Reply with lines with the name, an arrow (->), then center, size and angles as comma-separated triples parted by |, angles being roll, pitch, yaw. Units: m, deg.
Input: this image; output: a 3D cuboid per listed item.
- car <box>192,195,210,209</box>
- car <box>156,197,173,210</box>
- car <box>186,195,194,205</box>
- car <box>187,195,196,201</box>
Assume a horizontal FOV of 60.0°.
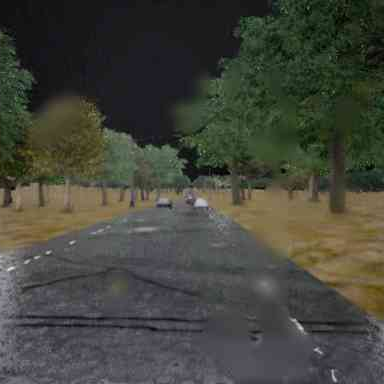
car -> 1.206, 1.519, 44.428 | 1.812, 1.442, 4.674 | 0, 0, 0
car -> -3.601, 1.470, 44.034 | 1.882, 1.535, 5.008 | 0, 0, 0
car -> -0.027, 1.512, 61.475 | 1.882, 1.535, 5.008 | 0, 0, 0
car -> -0.036, 1.513, 82.852 | 2.128, 1.511, 4.902 | 0, -1, 0
